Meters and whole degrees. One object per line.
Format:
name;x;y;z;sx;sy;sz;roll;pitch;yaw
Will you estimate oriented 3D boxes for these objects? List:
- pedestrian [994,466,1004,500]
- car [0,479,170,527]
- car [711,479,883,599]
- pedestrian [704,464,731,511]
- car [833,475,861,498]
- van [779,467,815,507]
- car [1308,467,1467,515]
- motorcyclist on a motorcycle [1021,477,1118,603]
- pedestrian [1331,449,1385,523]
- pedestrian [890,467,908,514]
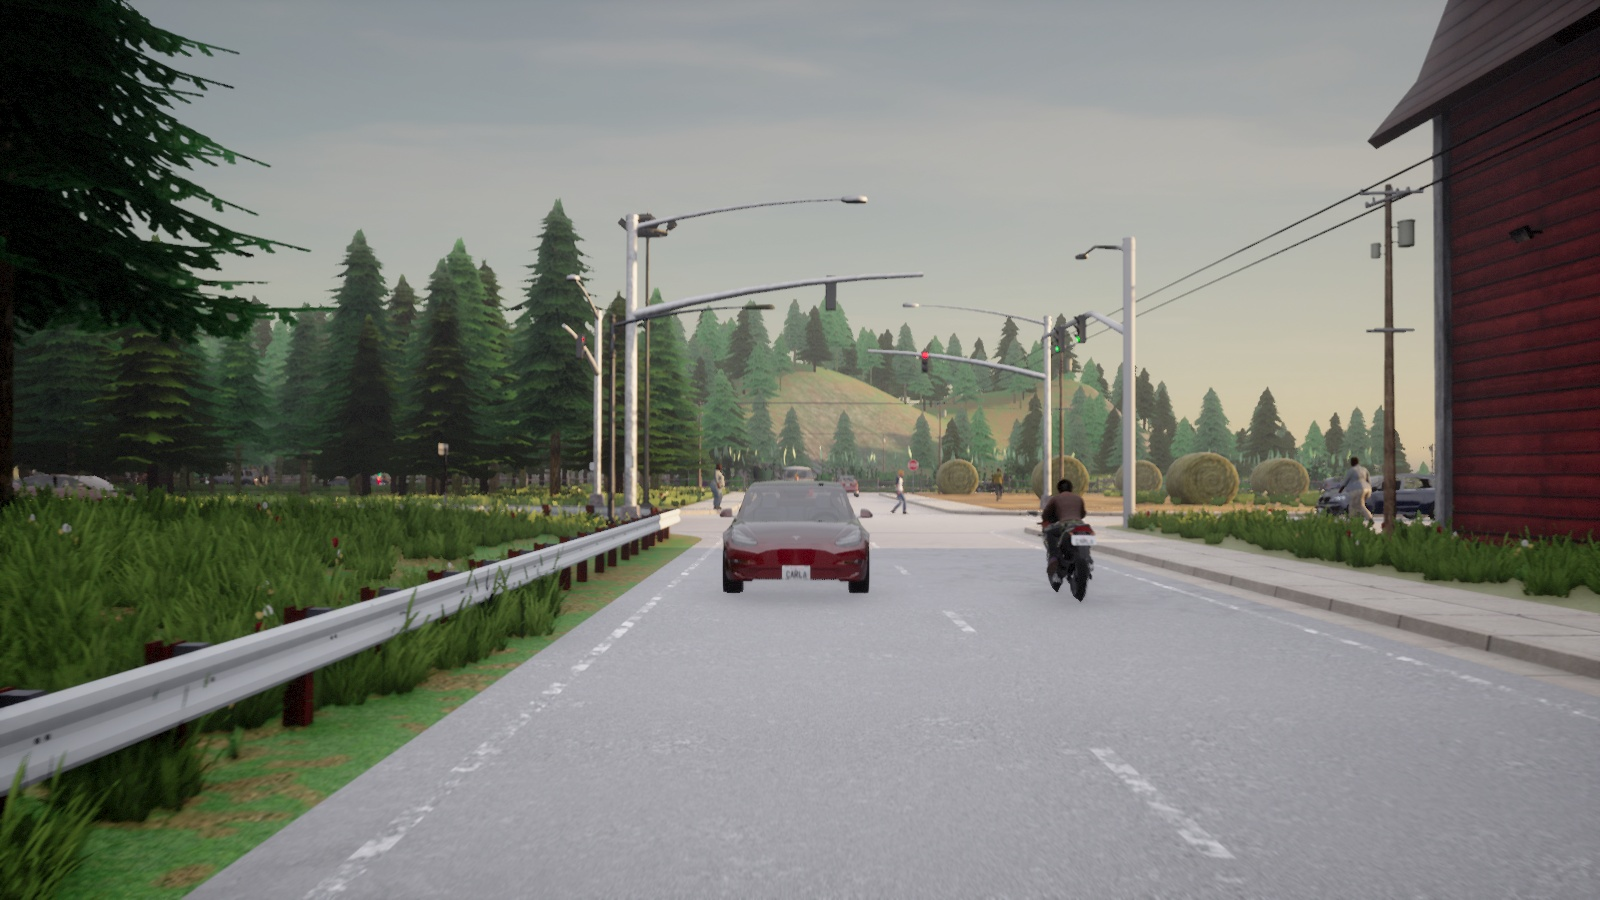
pedestrian;10.778;1.769;67.989;0.370;1.835;0.726;-1;-1;19
car;-23.215;1.694;40.417;4.792;1.488;2.163;0;-1;-1
car;-0.046;1.185;18.254;2.163;1.488;4.792;0;-1;0
pedestrian;-3.266;1.487;49.978;0.900;1.855;0.874;0;-1;9
car;3.283;2.557;88.626;1.789;1.549;3.705;0;-1;0
van;-0.161;1.873;65.192;1.775;1.987;4.442;0;-1;0
car;20.891;1.446;44.832;4.611;1.667;2.242;0;-1;-1
motorcyclist on a motorcycle;3.460;1.114;16.315;0.797;1.523;2.044;0;-1;0
pedestrian;14.277;0.917;32.156;0.874;1.855;0.900;0;-1;-20
pedestrian;3.892;1.573;49.285;0.706;1.836;0.354;0;-1;7
